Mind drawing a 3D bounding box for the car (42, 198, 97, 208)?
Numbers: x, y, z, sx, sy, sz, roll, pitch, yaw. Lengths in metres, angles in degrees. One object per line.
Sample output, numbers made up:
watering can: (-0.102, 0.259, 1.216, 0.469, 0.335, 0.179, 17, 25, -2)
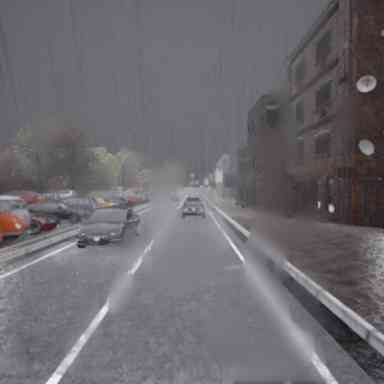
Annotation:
car: (-9.394, 1.351, 22.981, 4.674, 1.452, 2.002, 0, 1, 0)

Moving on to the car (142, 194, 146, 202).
car: (-9.262, 1.085, 45.246, 4.892, 1.521, 2.231, 0, 1, 0)

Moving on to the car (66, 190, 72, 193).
car: (-22.334, 0.870, 53.542, 4.553, 1.767, 2.185, 0, 1, 0)

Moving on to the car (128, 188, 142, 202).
car: (-9.271, 0.891, 39.677, 5.566, 2.045, 2.435, 0, 1, 0)

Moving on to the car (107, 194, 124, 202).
car: (-9.531, 1.225, 31.332, 5.366, 1.575, 1.946, 0, 1, 0)

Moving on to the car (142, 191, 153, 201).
car: (-9.252, 1.026, 53.595, 4.792, 1.488, 2.163, 0, 1, 0)

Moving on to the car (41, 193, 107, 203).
car: (-9.345, 1.159, 25.762, 4.553, 1.767, 2.185, 0, 1, 0)

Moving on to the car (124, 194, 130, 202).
car: (-9.324, 1.201, 34.113, 4.892, 1.521, 2.231, 0, 1, 0)

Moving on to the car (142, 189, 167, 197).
car: (-9.283, 0.529, 82.352, 4.792, 1.488, 2.163, 0, 1, 0)

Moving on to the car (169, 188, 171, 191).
car: (-9.156, 0.360, 93.654, 5.008, 1.535, 2.097, 0, 1, 0)

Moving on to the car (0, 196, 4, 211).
car: (-22.380, 1.227, 34.174, 4.792, 1.488, 2.163, 0, 1, 0)

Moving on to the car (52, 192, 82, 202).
car: (-22.240, 0.810, 59.237, 4.553, 1.767, 2.185, 0, 1, 0)

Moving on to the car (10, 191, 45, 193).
car: (-22.393, 0.861, 42.402, 5.566, 2.045, 2.435, 0, 1, 0)

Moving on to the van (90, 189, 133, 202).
van: (-9.198, 0.945, 36.894, 4.442, 1.987, 1.878, 0, 1, 0)

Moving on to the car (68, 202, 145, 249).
car: (-3.339, 1.382, 14.075, 1.837, 1.490, 4.892, 0, 1, 0)

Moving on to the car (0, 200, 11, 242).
car: (-9.422, 1.290, 11.846, 4.553, 1.767, 2.185, 0, 1, 0)

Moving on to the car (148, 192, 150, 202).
car: (-9.240, 1.065, 50.812, 4.674, 1.452, 2.002, 0, 1, 0)

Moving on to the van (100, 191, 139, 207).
van: (-9.168, 0.888, 42.336, 4.442, 1.987, 1.878, 0, 1, 0)

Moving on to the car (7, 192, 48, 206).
car: (-22.317, 0.956, 45.312, 4.553, 1.767, 2.185, 0, 1, 0)

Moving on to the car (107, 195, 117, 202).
car: (-9.367, 1.257, 28.548, 4.892, 1.521, 2.231, 0, 1, 0)

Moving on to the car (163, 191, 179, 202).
car: (-3.218, 1.001, 55.861, 1.994, 1.385, 4.181, 0, 1, 1)

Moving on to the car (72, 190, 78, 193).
car: (-22.315, 0.714, 56.451, 5.566, 2.045, 2.435, 0, 1, 0)

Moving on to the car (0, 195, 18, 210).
car: (-22.400, 1.169, 36.961, 5.008, 1.535, 2.097, 0, 1, 0)

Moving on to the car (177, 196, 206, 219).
car: (0.132, 1.304, 26.454, 2.033, 1.411, 5.357, 0, 1, 0)

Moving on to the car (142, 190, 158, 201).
car: (-9.021, 0.964, 56.377, 5.366, 1.575, 1.946, 0, 1, 0)

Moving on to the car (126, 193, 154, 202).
car: (-9.207, 0.980, 59.020, 4.674, 1.452, 2.002, -1, 1, 1)

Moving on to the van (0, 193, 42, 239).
van: (-9.321, 1.165, 14.566, 4.442, 1.987, 1.878, 0, 0, 0)

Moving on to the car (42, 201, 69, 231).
car: (-9.393, 1.394, 17.415, 4.792, 1.488, 2.163, 0, 1, 0)

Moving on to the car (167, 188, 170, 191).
car: (-9.369, 0.392, 90.830, 5.366, 1.575, 1.946, 0, 1, 0)

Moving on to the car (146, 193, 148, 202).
car: (-9.224, 1.084, 48.029, 4.792, 1.488, 2.163, 0, 1, 0)

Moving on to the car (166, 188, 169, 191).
car: (-9.210, 0.470, 88.003, 4.674, 1.452, 2.002, 0, 1, 0)

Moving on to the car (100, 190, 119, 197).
car: (-21.755, 0.302, 88.069, 4.553, 1.767, 2.185, 0, 1, 0)

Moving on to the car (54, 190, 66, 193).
car: (-22.349, 0.899, 50.757, 4.553, 1.767, 2.185, 0, 1, 0)
